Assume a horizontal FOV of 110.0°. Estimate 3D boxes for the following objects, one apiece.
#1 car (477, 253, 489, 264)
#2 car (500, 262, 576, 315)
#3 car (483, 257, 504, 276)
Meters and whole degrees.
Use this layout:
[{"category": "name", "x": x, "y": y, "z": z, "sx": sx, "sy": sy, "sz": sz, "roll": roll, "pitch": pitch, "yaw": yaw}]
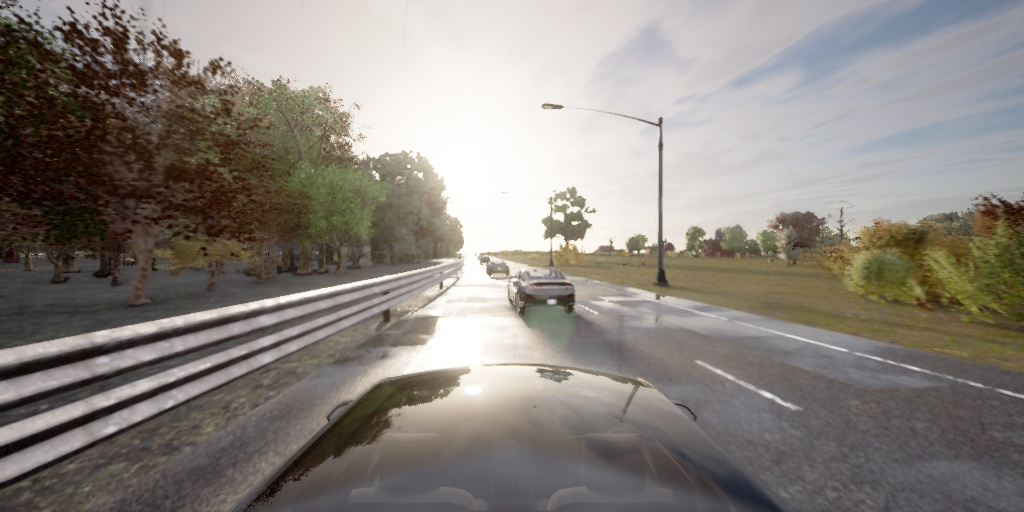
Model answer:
[{"category": "car", "x": -4.761, "y": 0.709, "z": 63.451, "sx": 1.837, "sy": 1.490, "sz": 4.892, "roll": 0, "pitch": 1, "yaw": -6}, {"category": "car", "x": 0.931, "y": 1.155, "z": 13.214, "sx": 2.128, "sy": 1.511, "sz": 4.902, "roll": 0, "pitch": 0, "yaw": -6}, {"category": "car", "x": -1.342, "y": 1.044, "z": 33.292, "sx": 1.994, "sy": 1.385, "sz": 4.181, "roll": 0, "pitch": 1, "yaw": -6}]
